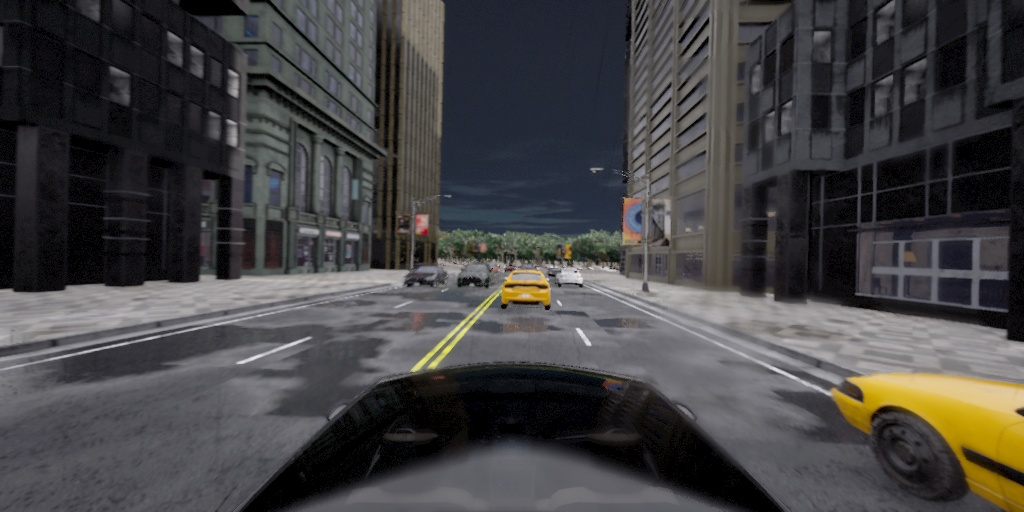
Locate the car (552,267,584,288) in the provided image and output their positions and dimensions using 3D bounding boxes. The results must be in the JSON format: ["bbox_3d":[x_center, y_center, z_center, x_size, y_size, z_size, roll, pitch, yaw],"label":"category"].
[{"bbox_3d":[4.418,1.648,28.119,1.812,1.442,4.674,1,-1,3],"label":"car"}]

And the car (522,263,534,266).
[{"bbox_3d":[1.895,1.652,43.068,2.097,1.767,4.553,1,-1,3],"label":"car"}]

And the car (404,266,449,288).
[{"bbox_3d":[-5.671,1.365,24.534,2.033,1.411,5.357,1,-1,3],"label":"car"}]

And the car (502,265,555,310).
[{"bbox_3d":[0.629,1.353,15.738,1.882,1.535,5.008,1,-1,3],"label":"car"}]

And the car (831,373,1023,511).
[{"bbox_3d":[4.263,1.314,1.532,1.801,1.575,5.366,1,0,3],"label":"car"}]

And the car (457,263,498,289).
[{"bbox_3d":[-2.402,1.256,24.728,2.097,1.767,4.553,1,-1,3],"label":"car"}]
